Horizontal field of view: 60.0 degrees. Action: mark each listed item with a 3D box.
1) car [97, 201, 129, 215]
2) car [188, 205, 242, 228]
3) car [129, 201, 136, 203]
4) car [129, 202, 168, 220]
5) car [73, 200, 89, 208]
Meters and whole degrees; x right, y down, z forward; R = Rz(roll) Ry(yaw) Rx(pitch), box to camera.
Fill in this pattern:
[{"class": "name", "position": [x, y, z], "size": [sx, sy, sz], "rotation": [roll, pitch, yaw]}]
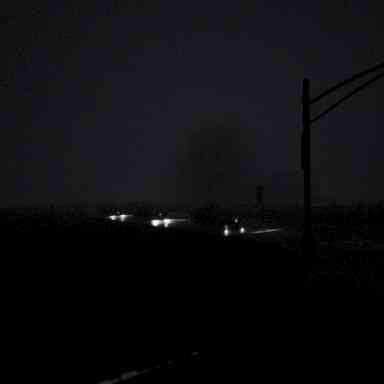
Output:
[{"class": "car", "position": [-10.337, 2.110, 41.829], "size": [2.033, 1.411, 5.357], "rotation": [-1, 0, -35]}, {"class": "car", "position": [1.642, 1.771, 25.114], "size": [2.128, 1.511, 4.902], "rotation": [-1, 0, -36]}, {"class": "car", "position": [-8.454, 2.024, 45.532], "size": [1.837, 1.490, 4.892], "rotation": [-1, 0, -36]}, {"class": "car", "position": [-4.189, 1.981, 33.230], "size": [1.994, 1.385, 4.181], "rotation": [-1, 0, -37]}, {"class": "car", "position": [-21.174, 2.313, 63.258], "size": [2.128, 1.511, 4.902], "rotation": [-1, 0, -36]}]
